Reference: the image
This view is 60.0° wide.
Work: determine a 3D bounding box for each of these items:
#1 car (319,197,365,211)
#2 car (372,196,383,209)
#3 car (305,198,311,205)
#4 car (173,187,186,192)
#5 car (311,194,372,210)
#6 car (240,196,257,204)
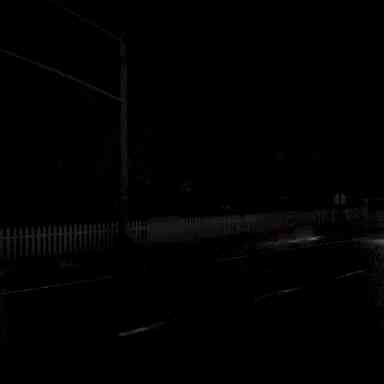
[{"bbox_3d":[19.106,1.483,42.510,2.128,1.511,4.902,0,0,-37],"label":"car"},{"bbox_3d":[24.322,1.347,41.426,2.097,1.767,4.553,0,0,-37],"label":"car"},{"bbox_3d":[18.798,1.447,48.711,1.882,1.535,5.008,0,1,-37],"label":"car"},{"bbox_3d":[-1.808,-0.197,64.547,1.837,1.490,4.892,0,6,-36],"label":"car"},{"bbox_3d":[17.383,1.218,38.987,2.150,2.045,5.566,0,0,-37],"label":"car"},{"bbox_3d":[8.512,0.955,50.704,2.150,2.045,5.566,0,2,-37],"label":"car"}]
